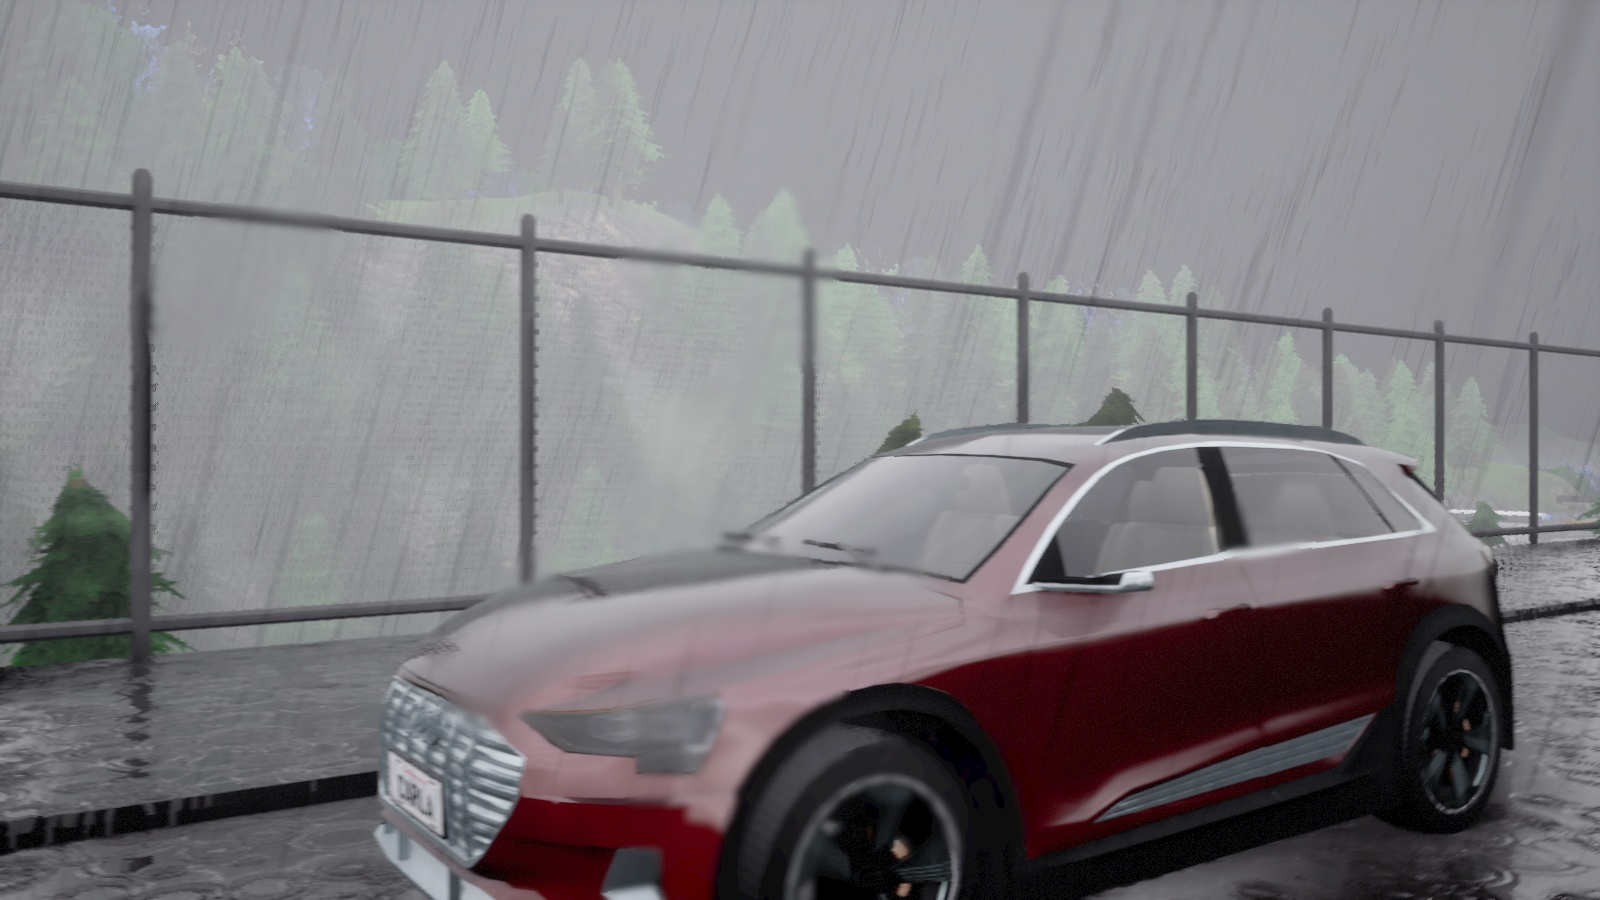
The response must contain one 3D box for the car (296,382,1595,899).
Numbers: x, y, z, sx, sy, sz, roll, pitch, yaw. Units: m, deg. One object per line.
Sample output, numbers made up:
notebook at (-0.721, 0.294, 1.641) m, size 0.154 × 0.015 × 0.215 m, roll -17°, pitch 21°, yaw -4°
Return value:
car at (0.847, 0.685, 4.857) m, size 4.856 × 1.649 × 2.033 m, roll 0°, pitch 0°, yaw -35°
